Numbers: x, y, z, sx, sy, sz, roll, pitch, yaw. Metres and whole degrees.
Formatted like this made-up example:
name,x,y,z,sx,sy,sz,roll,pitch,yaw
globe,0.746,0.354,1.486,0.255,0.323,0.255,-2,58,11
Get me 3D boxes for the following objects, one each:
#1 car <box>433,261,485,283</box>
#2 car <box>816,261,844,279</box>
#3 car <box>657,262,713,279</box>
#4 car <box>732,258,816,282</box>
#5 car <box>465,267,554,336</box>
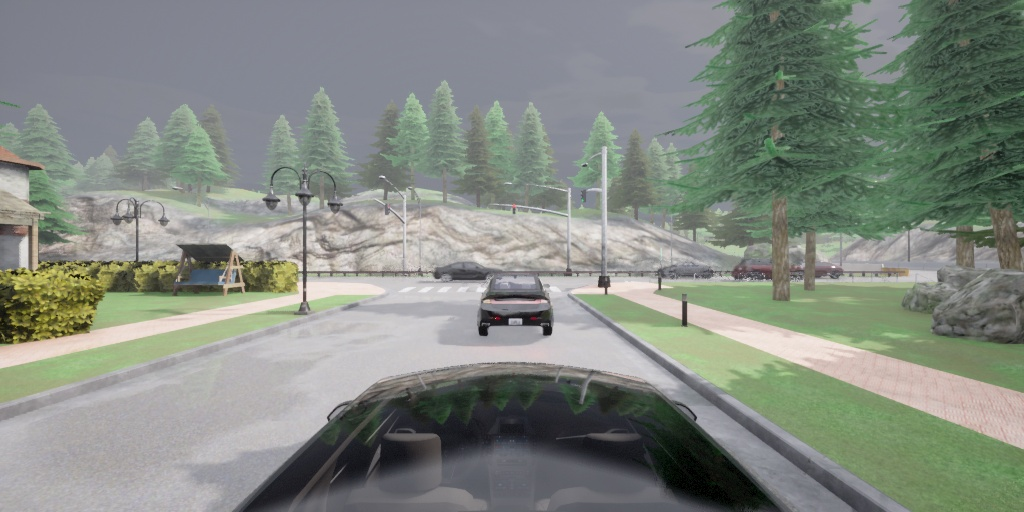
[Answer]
name,x,y,z,sx,sy,sz,roll,pitch,yaw
car,-3.114,1.121,25.835,5.008,1.535,1.882,0,1,0
car,24.485,1.113,29.438,4.674,1.442,1.812,0,0,0
car,14.183,1.151,29.496,4.181,1.385,1.994,0,0,0
car,18.538,0.940,25.794,4.553,1.767,2.097,0,0,0
car,0.098,1.242,10.370,2.128,1.511,4.902,0,0,1
